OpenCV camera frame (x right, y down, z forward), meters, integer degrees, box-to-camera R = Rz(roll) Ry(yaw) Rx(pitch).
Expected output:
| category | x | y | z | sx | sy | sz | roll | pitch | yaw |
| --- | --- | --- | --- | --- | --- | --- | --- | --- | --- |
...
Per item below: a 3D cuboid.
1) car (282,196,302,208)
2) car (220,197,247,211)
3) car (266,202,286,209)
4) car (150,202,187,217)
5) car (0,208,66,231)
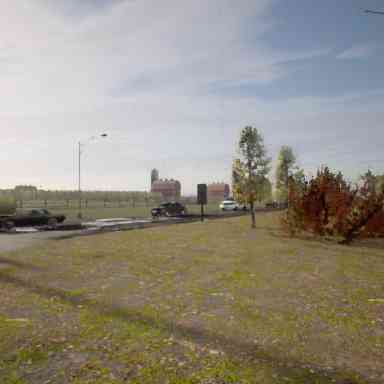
| category | x | y | z | sx | sy | sz | roll | pitch | yaw |
| --- | --- | --- | --- | --- | --- | --- | --- | --- | --- |
| car | 18.597 | 1.783 | 61.722 | 2.150 | 2.045 | 5.566 | -1 | -1 | 31 |
| car | 6.114 | 1.682 | 48.419 | 2.150 | 2.045 | 5.566 | -1 | -1 | 32 |
| car | 13.376 | 1.965 | 53.186 | 1.837 | 1.490 | 4.892 | -1 | -1 | 32 |
| car | -2.400 | 1.810 | 34.774 | 1.837 | 1.490 | 4.892 | -1 | -2 | 32 |
| car | -10.946 | 1.769 | 21.916 | 1.895 | 1.301 | 4.718 | -2 | -1 | 37 |
